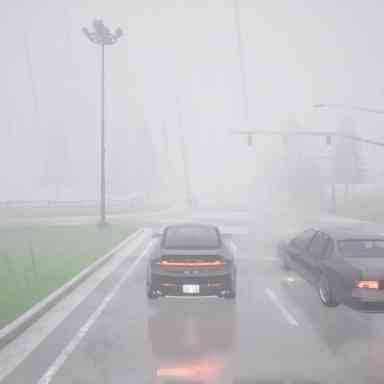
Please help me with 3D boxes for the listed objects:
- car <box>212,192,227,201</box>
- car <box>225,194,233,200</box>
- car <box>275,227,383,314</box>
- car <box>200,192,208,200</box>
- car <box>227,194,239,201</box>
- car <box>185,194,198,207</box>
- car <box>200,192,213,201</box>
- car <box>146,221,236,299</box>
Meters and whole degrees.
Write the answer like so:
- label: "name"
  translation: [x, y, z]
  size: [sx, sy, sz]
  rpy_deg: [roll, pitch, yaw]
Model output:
- label: "car"
  translation: [6.845, 1.517, 82.586]
  size: [2.128, 1.511, 4.902]
  rpy_deg: [0, 0, 0]
- label: "car"
  translation: [10.325, 1.332, 93.012]
  size: [1.837, 1.490, 4.892]
  rpy_deg: [0, 0, 0]
- label: "car"
  translation: [3.489, 1.547, 7.894]
  size: [2.033, 1.411, 5.357]
  rpy_deg: [0, 0, 0]
- label: "car"
  translation: [3.325, 1.057, 93.029]
  size: [2.150, 2.045, 5.566]
  rpy_deg: [0, 0, 0]
- label: "car"
  translation: [10.344, 1.347, 82.979]
  size: [2.097, 1.767, 4.553]
  rpy_deg: [0, 0, 0]
- label: "car"
  translation: [-0.098, 1.478, 51.952]
  size: [1.882, 1.535, 5.008]
  rpy_deg: [0, 0, 0]
- label: "car"
  translation: [3.344, 1.347, 82.966]
  size: [2.097, 1.767, 4.553]
  rpy_deg: [0, 0, 0]
- label: "car"
  translation: [-0.006, 1.505, 8.447]
  size: [1.837, 1.490, 4.892]
  rpy_deg: [0, 0, 0]
